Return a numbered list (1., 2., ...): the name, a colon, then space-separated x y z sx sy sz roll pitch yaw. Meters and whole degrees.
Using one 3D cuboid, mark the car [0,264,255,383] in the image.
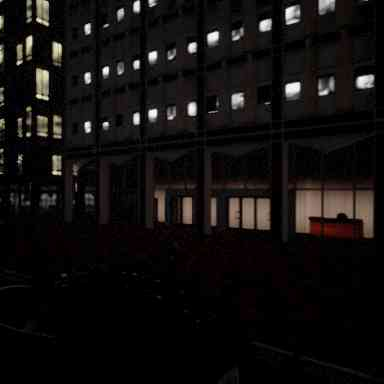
1. car: -1.400 1.542 3.873 4.313 1.339 1.947 1 0 35
